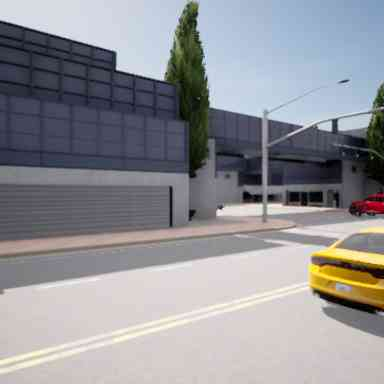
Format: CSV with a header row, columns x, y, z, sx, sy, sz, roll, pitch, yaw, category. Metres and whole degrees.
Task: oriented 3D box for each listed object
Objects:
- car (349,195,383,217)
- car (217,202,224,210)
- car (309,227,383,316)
x,y,z,sx,sy,sz,roll,pitch,yaw,category
16.391,1.239,28.805,2.150,2.045,5.566,1,0,-23,car
2.117,1.579,42.122,1.994,1.385,4.181,0,0,-37,car
4.588,1.482,7.102,5.008,1.535,1.882,0,0,-35,car
